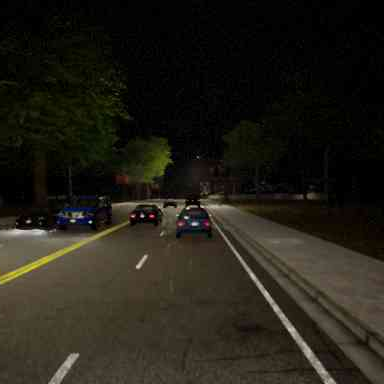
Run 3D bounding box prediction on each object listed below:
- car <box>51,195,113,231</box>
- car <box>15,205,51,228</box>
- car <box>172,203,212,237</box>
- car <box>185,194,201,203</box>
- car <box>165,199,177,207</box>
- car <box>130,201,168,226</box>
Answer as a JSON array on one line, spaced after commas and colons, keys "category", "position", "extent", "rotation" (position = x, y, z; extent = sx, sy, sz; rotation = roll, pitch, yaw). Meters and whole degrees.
[{"category": "car", "position": [-6.592, 1.243, 21.184], "extent": [2.150, 2.045, 5.566], "rotation": [0, 0, 0]}, {"category": "car", "position": [-9.837, 1.588, 22.001], "extent": [1.994, 1.385, 4.181], "rotation": [0, 0, 0]}, {"category": "car", "position": [0.107, 1.565, 18.185], "extent": [2.033, 1.411, 5.357], "rotation": [0, 0, 0]}, {"category": "car", "position": [0.121, 1.319, 48.621], "extent": [2.150, 2.045, 5.566], "rotation": [0, 0, 0]}, {"category": "car", "position": [-3.129, 1.701, 49.247], "extent": [1.895, 1.301, 4.718], "rotation": [0, 0, 0]}, {"category": "car", "position": [-3.139, 1.573, 23.567], "extent": [2.033, 1.411, 5.357], "rotation": [0, 0, 0]}]
